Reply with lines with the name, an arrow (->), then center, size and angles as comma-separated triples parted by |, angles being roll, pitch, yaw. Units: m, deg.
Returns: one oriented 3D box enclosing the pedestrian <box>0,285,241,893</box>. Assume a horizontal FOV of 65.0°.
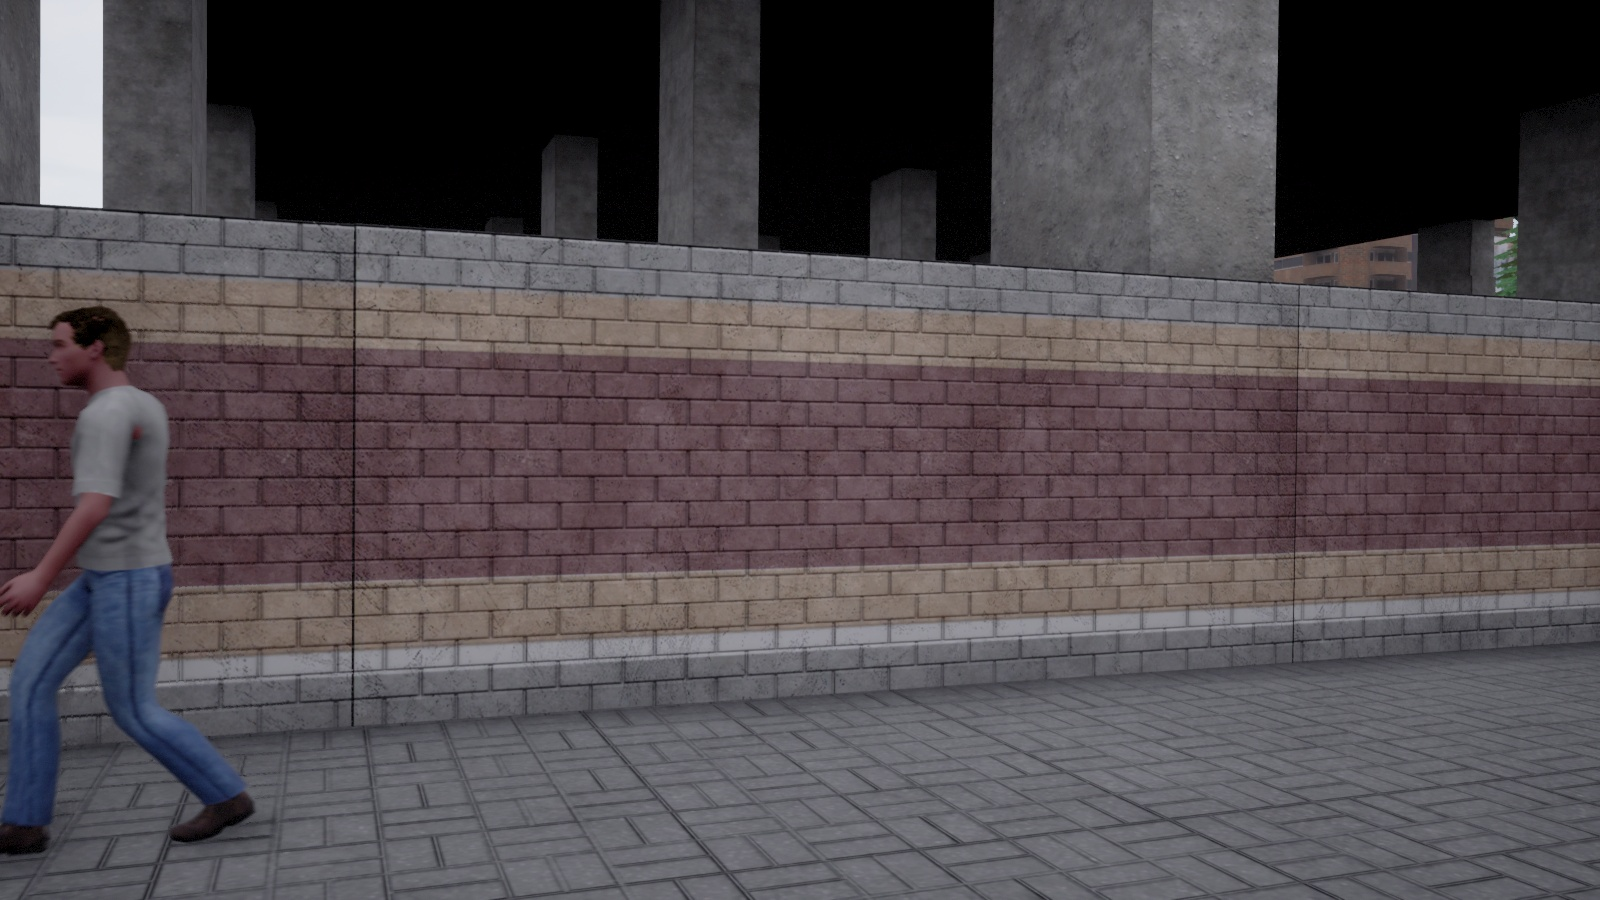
pedestrian -> -2.226, 0.414, 4.080 | 0.706, 1.836, 0.354 | -1, 1, -26
